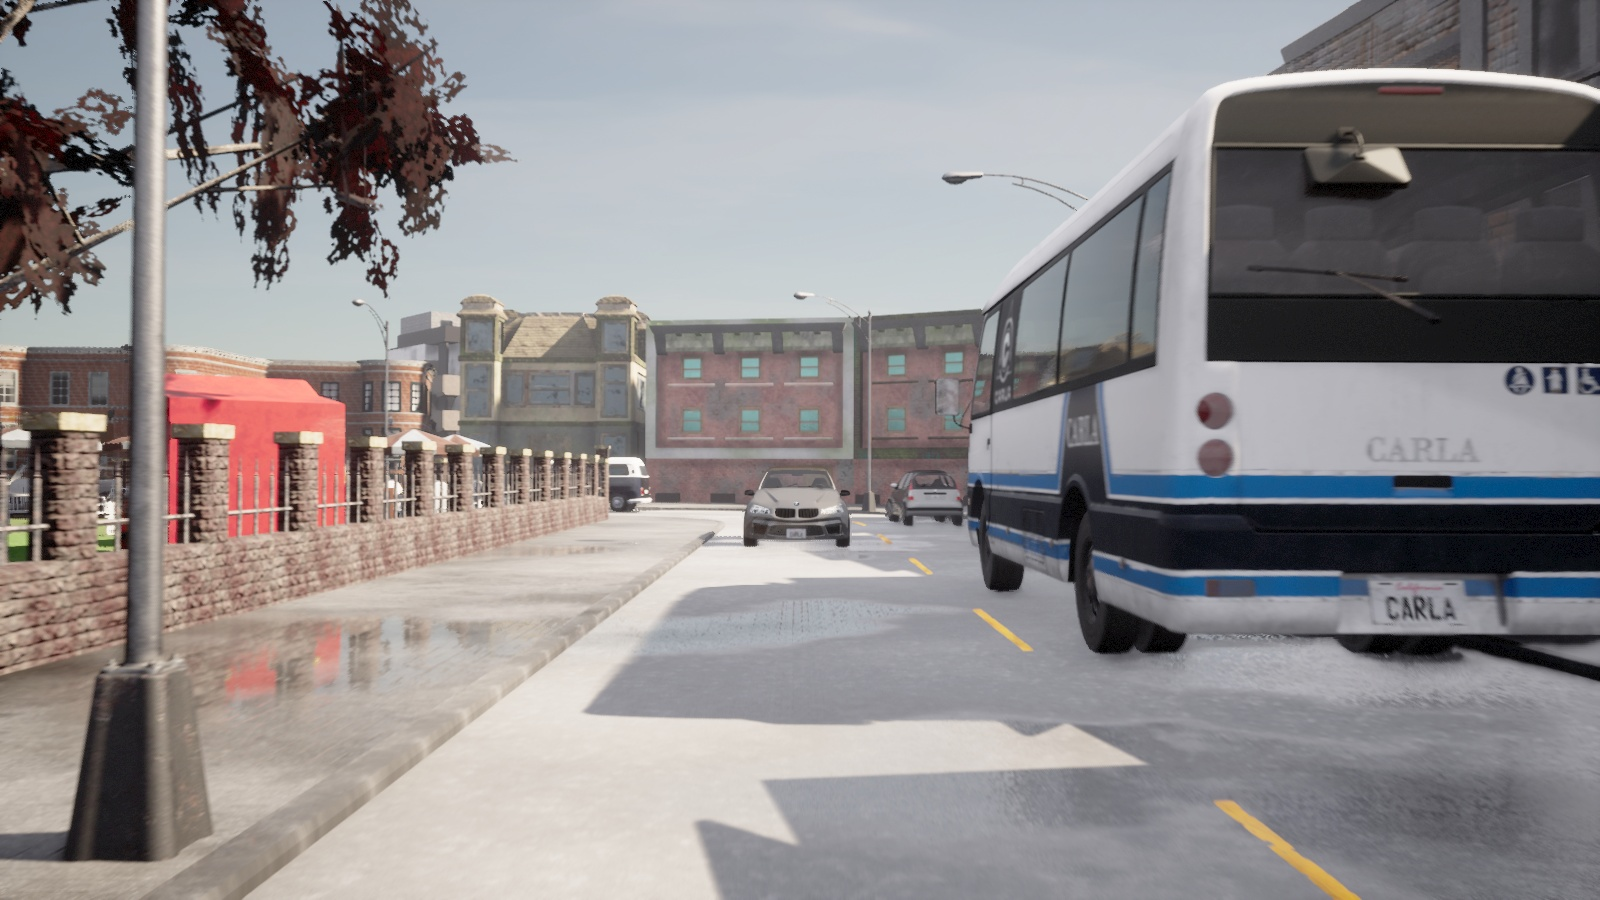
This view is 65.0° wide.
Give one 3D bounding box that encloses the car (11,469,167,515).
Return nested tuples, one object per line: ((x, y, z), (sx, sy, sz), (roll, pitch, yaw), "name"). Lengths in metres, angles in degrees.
((-26.708, 1.558, 47.310), (4.611, 1.667, 2.242), (0, -1, 0), "car")

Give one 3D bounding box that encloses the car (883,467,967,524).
((3.727, 1.337, 38.081), (1.851, 1.617, 3.988), (0, -1, -5), "car")

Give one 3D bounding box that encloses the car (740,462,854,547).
((-0.053, 1.115, 27.199), (2.242, 1.667, 4.611), (0, -1, 0), "car")

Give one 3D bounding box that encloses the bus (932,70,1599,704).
((3.961, -0.350, 13.585), (3.944, 4.253, 10.273), (0, -1, 0), "bus")

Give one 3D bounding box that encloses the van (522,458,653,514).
((-7.969, 1.362, 47.268), (4.480, 2.038, 2.069), (0, -1, 5), "van")
